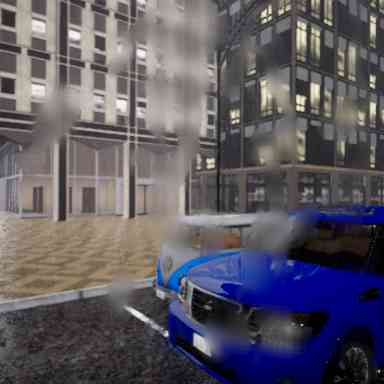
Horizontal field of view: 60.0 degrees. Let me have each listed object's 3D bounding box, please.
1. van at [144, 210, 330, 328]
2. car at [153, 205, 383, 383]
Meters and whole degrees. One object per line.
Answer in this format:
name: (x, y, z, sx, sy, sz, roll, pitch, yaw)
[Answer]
van: (1.139, 1.382, 7.362, 3.998, 1.788, 1.690, 1, 0, -35)
car: (2.369, 1.261, 5.067, 5.566, 2.045, 2.150, 1, 0, -35)
